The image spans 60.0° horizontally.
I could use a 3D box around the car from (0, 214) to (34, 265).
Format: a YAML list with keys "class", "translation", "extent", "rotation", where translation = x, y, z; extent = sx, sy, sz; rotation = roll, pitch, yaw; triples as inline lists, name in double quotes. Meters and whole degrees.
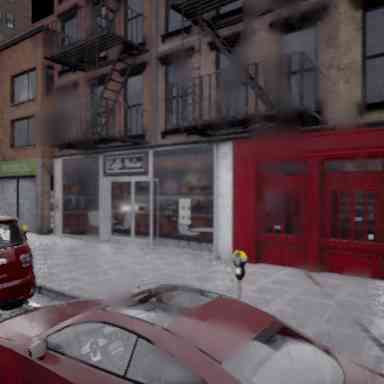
- class: "car"
  translation: [-5.023, 1.289, 6.398]
  extent: [5.009, 1.841, 2.192]
  rotation: [0, 0, 36]

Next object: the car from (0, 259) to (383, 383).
- class: "car"
  translation: [-0.400, 1.576, 3.096]
  extent: [4.206, 1.307, 1.802]
  rotation: [0, 0, 36]
